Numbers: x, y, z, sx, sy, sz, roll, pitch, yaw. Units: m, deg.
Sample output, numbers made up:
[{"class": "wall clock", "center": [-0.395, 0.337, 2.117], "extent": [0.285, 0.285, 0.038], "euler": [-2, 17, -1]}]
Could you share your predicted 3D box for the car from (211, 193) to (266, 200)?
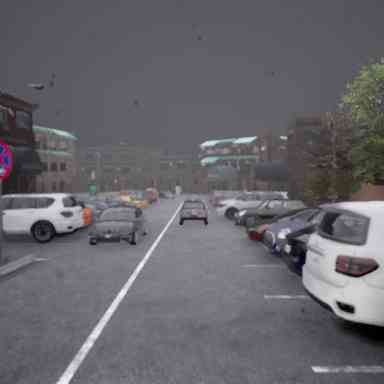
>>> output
[{"class": "car", "center": [4.660, 1.173, 33.438], "extent": [4.892, 1.521, 2.231], "euler": [0, 1, 0]}]

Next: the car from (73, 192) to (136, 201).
[{"class": "car", "center": [-7.697, 1.082, 29.504], "extent": [4.553, 1.767, 2.185], "euler": [0, 1, 0]}]

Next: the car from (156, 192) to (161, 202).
[{"class": "car", "center": [-7.629, 0.720, 47.029], "extent": [5.566, 2.045, 2.435], "euler": [0, 1, 0]}]

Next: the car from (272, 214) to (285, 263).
[{"class": "car", "center": [4.683, 1.433, 8.171], "extent": [4.792, 1.488, 2.163], "euler": [0, 1, 0]}]

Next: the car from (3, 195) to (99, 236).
[{"class": "car", "center": [-7.640, 1.191, 17.626], "extent": [4.553, 1.767, 2.185], "euler": [0, 1, 0]}]

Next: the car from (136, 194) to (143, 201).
[{"class": "car", "center": [-7.670, 1.182, 32.317], "extent": [4.892, 1.521, 2.231], "euler": [0, 1, 0]}]

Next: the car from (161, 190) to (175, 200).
[{"class": "car", "center": [-4.422, 0.496, 58.243], "extent": [2.128, 1.511, 4.902], "euler": [-1, 4, -21]}]

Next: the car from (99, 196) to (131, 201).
[{"class": "car", "center": [-7.696, 1.264, 26.567], "extent": [4.792, 1.488, 2.163], "euler": [0, 1, 0]}]

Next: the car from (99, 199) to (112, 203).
[{"class": "car", "center": [-7.667, 1.329, 20.566], "extent": [4.674, 1.452, 2.002], "euler": [0, 1, 0]}]

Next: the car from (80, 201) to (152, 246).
[{"class": "car", "center": [-3.092, 1.369, 14.683], "extent": [1.837, 1.490, 4.892], "euler": [0, 0, 0]}]

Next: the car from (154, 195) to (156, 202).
[{"class": "car", "center": [-7.664, 1.046, 44.091], "extent": [5.008, 1.535, 2.097], "euler": [0, 1, 0]}]

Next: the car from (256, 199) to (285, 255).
[{"class": "car", "center": [4.687, 1.253, 10.963], "extent": [4.553, 1.767, 2.185], "euler": [0, 1, 0]}]

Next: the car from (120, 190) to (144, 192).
[{"class": "car", "center": [-7.629, 0.969, 41.260], "extent": [4.553, 1.767, 2.185], "euler": [0, 1, 0]}]

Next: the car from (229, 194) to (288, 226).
[{"class": "car", "center": [4.691, 1.174, 19.469], "extent": [4.553, 1.767, 2.185], "euler": [0, 1, 0]}]

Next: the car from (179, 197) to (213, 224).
[{"class": "car", "center": [0.113, 1.336, 22.877], "extent": [2.033, 1.411, 5.357], "euler": [0, 1, 0]}]

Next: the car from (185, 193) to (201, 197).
[{"class": "car", "center": [0.121, 0.961, 41.552], "extent": [2.097, 1.767, 4.553], "euler": [0, 1, 0]}]

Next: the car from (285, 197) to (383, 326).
[{"class": "car", "center": [4.680, 1.178, 5.376], "extent": [5.566, 2.045, 2.435], "euler": [0, 1, 0]}]

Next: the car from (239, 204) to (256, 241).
[{"class": "car", "center": [4.626, 1.382, 13.760], "extent": [4.792, 1.488, 2.163], "euler": [0, 1, 0]}]

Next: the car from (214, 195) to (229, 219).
[{"class": "car", "center": [4.657, 1.224, 27.727], "extent": [5.008, 1.535, 2.097], "euler": [0, 1, 0]}]

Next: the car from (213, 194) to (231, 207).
[{"class": "car", "center": [4.671, 1.199, 30.519], "extent": [4.892, 1.521, 2.231], "euler": [0, 1, 0]}]

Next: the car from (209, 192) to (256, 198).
[{"class": "car", "center": [4.675, 1.122, 38.897], "extent": [4.892, 1.521, 2.231], "euler": [0, 1, 0]}]

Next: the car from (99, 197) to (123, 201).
[{"class": "car", "center": [-7.666, 1.301, 23.628], "extent": [4.674, 1.452, 2.002], "euler": [0, 1, 0]}]

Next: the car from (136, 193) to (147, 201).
[{"class": "car", "center": [-7.848, 1.150, 35.380], "extent": [5.366, 1.575, 1.946], "euler": [0, 1, 0]}]

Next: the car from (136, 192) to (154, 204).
[{"class": "car", "center": [-7.476, 1.123, 38.320], "extent": [5.366, 1.575, 1.946], "euler": [0, 1, 0]}]
